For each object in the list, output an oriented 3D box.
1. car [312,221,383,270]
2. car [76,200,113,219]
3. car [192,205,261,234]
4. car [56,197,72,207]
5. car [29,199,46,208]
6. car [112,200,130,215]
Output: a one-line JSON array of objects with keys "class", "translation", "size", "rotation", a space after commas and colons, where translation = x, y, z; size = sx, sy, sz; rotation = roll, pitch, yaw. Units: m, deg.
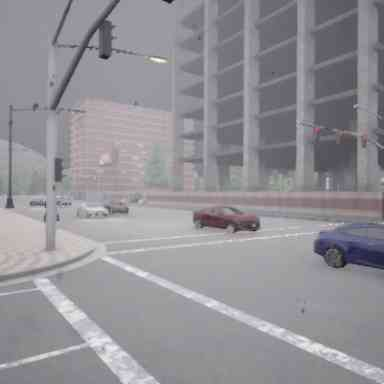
[{"class": "car", "translation": [5.793, 1.621, 9.583], "size": [1.812, 1.442, 4.674], "rotation": [1, 0, -36]}, {"class": "car", "translation": [-9.237, 1.630, 30.598], "size": [1.812, 1.442, 4.674], "rotation": [1, 0, -35]}, {"class": "car", "translation": [2.009, 1.597, 20.539], "size": [1.882, 1.535, 5.008], "rotation": [1, 0, -36]}, {"class": "car", "translation": [-20.524, 1.604, 52.846], "size": [1.882, 1.535, 5.008], "rotation": [1, -1, -35]}, {"class": "car", "translation": [-23.607, 1.694, 51.157], "size": [1.895, 1.301, 4.718], "rotation": [1, 0, -35]}, {"class": "car", "translation": [-8.245, 1.626, 35.115], "size": [1.837, 1.490, 4.892], "rotation": [1, 0, -35]}]
